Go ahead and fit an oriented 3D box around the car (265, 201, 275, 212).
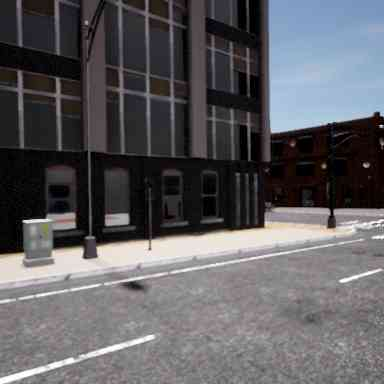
[{"bbox_3d":[7.923,1.731,40.023,2.008,1.369,4.403,-2,0,-37],"label":"car"}]
